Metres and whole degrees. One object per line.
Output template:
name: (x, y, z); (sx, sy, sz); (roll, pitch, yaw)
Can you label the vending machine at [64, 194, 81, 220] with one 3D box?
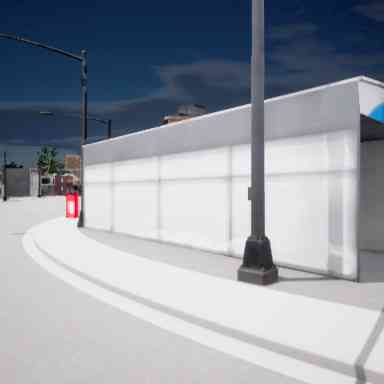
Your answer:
vending machine: (-9.612, 1.176, 26.763); (1.100, 2.100, 0.880); (0, 0, -7)
